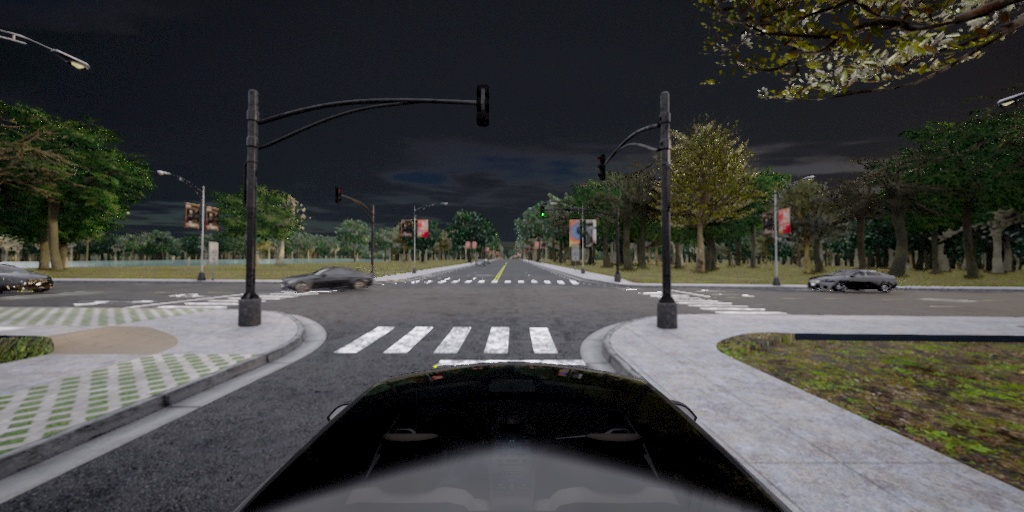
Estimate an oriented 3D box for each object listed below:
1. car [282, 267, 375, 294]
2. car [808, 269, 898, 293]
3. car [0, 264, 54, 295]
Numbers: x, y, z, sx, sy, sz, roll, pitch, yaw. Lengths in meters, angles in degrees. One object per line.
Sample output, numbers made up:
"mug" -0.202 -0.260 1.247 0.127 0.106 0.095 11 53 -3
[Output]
"car" -10.233 1.326 20.276 4.674 1.442 1.812 1 0 -42
"car" 22.349 1.634 23.642 4.902 1.511 2.128 1 -1 0
"car" -25.028 1.080 17.124 4.892 1.490 1.837 1 -1 0
